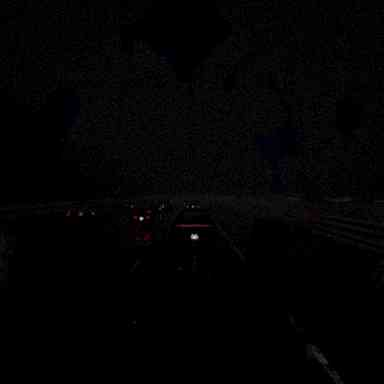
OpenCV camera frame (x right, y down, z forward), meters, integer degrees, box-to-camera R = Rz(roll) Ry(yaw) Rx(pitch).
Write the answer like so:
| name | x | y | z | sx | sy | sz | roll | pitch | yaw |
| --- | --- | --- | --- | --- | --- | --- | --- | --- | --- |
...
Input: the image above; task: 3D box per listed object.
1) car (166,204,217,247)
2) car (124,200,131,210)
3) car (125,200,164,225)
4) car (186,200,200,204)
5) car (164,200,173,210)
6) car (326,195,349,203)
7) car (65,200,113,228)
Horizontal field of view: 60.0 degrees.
| name | x | y | z | sx | sy | sz | roll | pitch | yaw |
| --- | --- | --- | --- | --- | --- | --- | --- | --- | --- |
| car | 0.104 | 1.522 | 15.167 | 2.128 | 1.511 | 4.902 | 0 | 0 | 0 |
| car | -6.889 | 1.663 | 40.242 | 1.994 | 1.385 | 4.181 | 0 | 0 | 0 |
| car | -3.394 | 1.558 | 24.788 | 1.837 | 1.490 | 4.892 | 0 | -1 | 0 |
| car | 0.111 | 1.639 | 37.755 | 2.033 | 1.411 | 5.357 | 0 | 0 | 0 |
| car | -3.388 | 1.665 | 40.660 | 1.994 | 1.385 | 4.181 | 0 | 0 | 0 |
| car | 35.218 | 1.710 | 80.560 | 2.150 | 2.045 | 5.566 | 0 | 0 | -33 |
| car | -6.896 | 1.402 | 22.733 | 2.097 | 1.767 | 4.553 | 0 | 0 | 0 |
